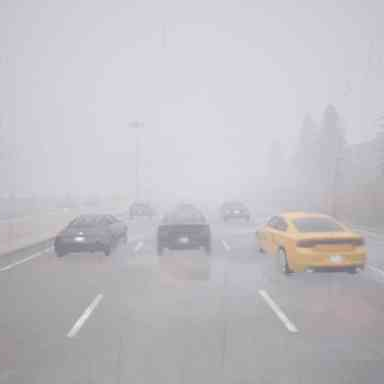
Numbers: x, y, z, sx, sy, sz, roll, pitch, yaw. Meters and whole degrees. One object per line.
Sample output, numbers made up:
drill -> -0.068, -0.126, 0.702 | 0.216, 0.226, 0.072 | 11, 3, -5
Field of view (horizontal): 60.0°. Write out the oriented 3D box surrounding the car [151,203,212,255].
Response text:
car -> -0.296, 1.392, 13.123 | 1.882, 1.535, 5.008 | -1, 0, -1

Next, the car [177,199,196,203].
car -> -0.545, 1.335, 28.990 | 1.812, 1.442, 4.674 | -1, 0, -1

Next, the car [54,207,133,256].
car -> -3.791, 1.540, 13.148 | 1.994, 1.385, 4.181 | -1, 0, -1

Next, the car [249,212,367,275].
car -> 3.251, 1.348, 10.079 | 1.882, 1.535, 5.008 | -1, 1, -1

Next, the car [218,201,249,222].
car -> 2.989, 1.325, 24.301 | 2.033, 1.411, 5.357 | -1, 0, 0

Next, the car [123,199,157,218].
car -> -4.034, 1.372, 27.921 | 2.128, 1.511, 4.902 | -1, 0, 0

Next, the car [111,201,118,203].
car -> -11.499, 1.343, 51.852 | 2.128, 1.511, 4.902 | -1, 0, 0
